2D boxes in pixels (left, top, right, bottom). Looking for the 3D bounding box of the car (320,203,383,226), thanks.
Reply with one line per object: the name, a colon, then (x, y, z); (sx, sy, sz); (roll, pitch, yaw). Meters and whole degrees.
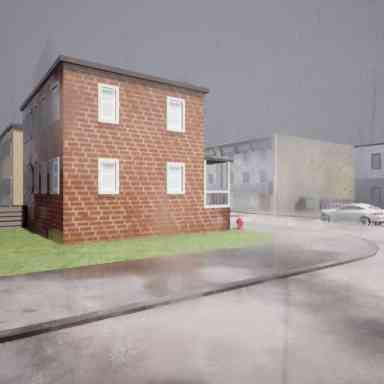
car: (11.265, 1.526, 23.269); (1.812, 1.442, 4.674); (-1, 0, -35)
